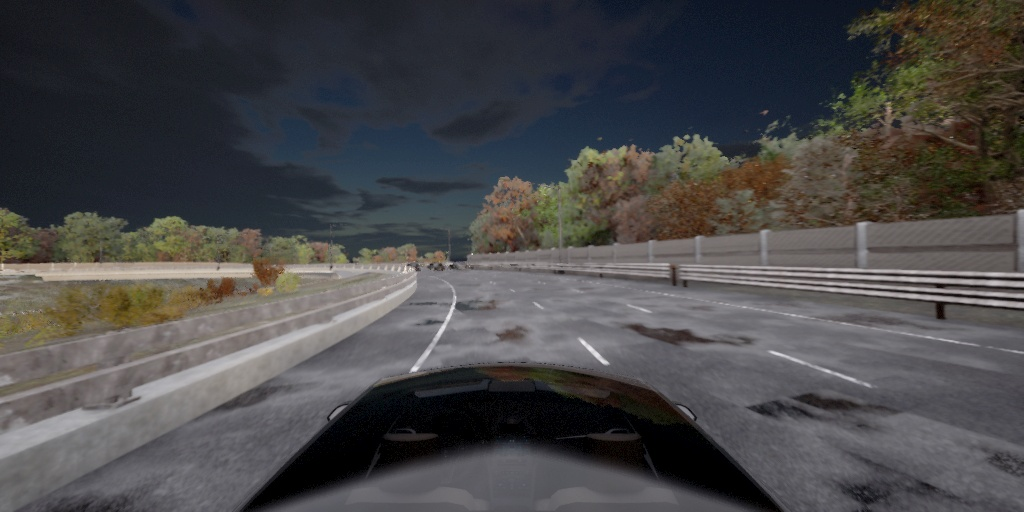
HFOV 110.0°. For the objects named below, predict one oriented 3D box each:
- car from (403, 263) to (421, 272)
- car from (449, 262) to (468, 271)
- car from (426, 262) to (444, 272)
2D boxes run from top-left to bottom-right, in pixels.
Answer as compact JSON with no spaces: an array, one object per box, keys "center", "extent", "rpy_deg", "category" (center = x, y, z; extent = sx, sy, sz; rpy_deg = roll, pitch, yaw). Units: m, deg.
[{"center":[-16.760,1.894,59.902],"extent":[1.837,1.490,4.892],"rpy_deg":[0,-1,-33],"category":"car"},{"center":[-9.197,1.743,60.958],"extent":[2.128,1.511,4.902],"rpy_deg":[-1,0,-31],"category":"car"},{"center":[-12.951,1.825,60.429],"extent":[1.837,1.490,4.892],"rpy_deg":[0,-1,-32],"category":"car"}]
